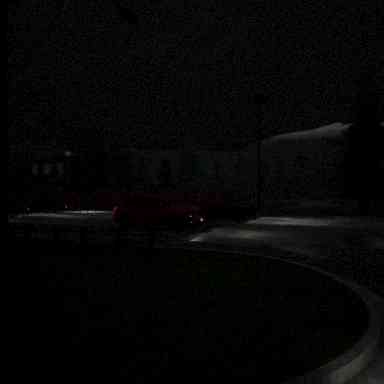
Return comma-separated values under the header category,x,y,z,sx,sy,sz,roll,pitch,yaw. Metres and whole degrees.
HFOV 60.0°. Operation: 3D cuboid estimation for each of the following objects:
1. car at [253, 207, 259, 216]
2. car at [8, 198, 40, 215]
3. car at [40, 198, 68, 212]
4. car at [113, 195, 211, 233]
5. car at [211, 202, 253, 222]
category,x,y,z,sx,sy,sz,roll,pitch,yaw
car,3.350,1.555,28.791,4.718,1.301,1.895,0,0,23
car,-18.599,1.481,34.148,4.902,1.511,2.128,0,0,23
car,-16.645,1.471,38.245,4.902,1.511,2.128,0,0,13
car,-2.020,1.200,19.653,5.566,2.045,2.150,0,0,23
car,1.940,1.562,25.586,4.718,1.301,1.895,0,0,23
